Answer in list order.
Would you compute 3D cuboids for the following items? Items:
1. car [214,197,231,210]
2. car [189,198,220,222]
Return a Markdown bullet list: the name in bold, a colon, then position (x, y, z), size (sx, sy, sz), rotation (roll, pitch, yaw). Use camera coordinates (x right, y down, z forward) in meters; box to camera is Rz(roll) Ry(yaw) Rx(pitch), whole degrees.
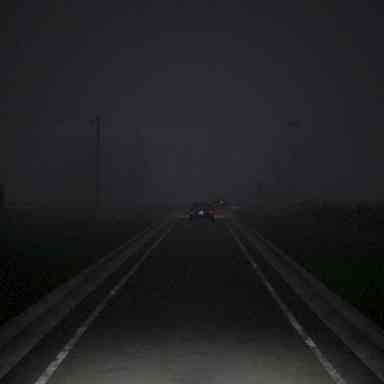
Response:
- **car**: position (3.331, 1.279, 39.472), size (1.812, 1.442, 4.674), rotation (0, 0, 19)
- **car**: position (0.730, 1.395, 24.375), size (2.033, 1.411, 5.357), rotation (0, 0, 2)
